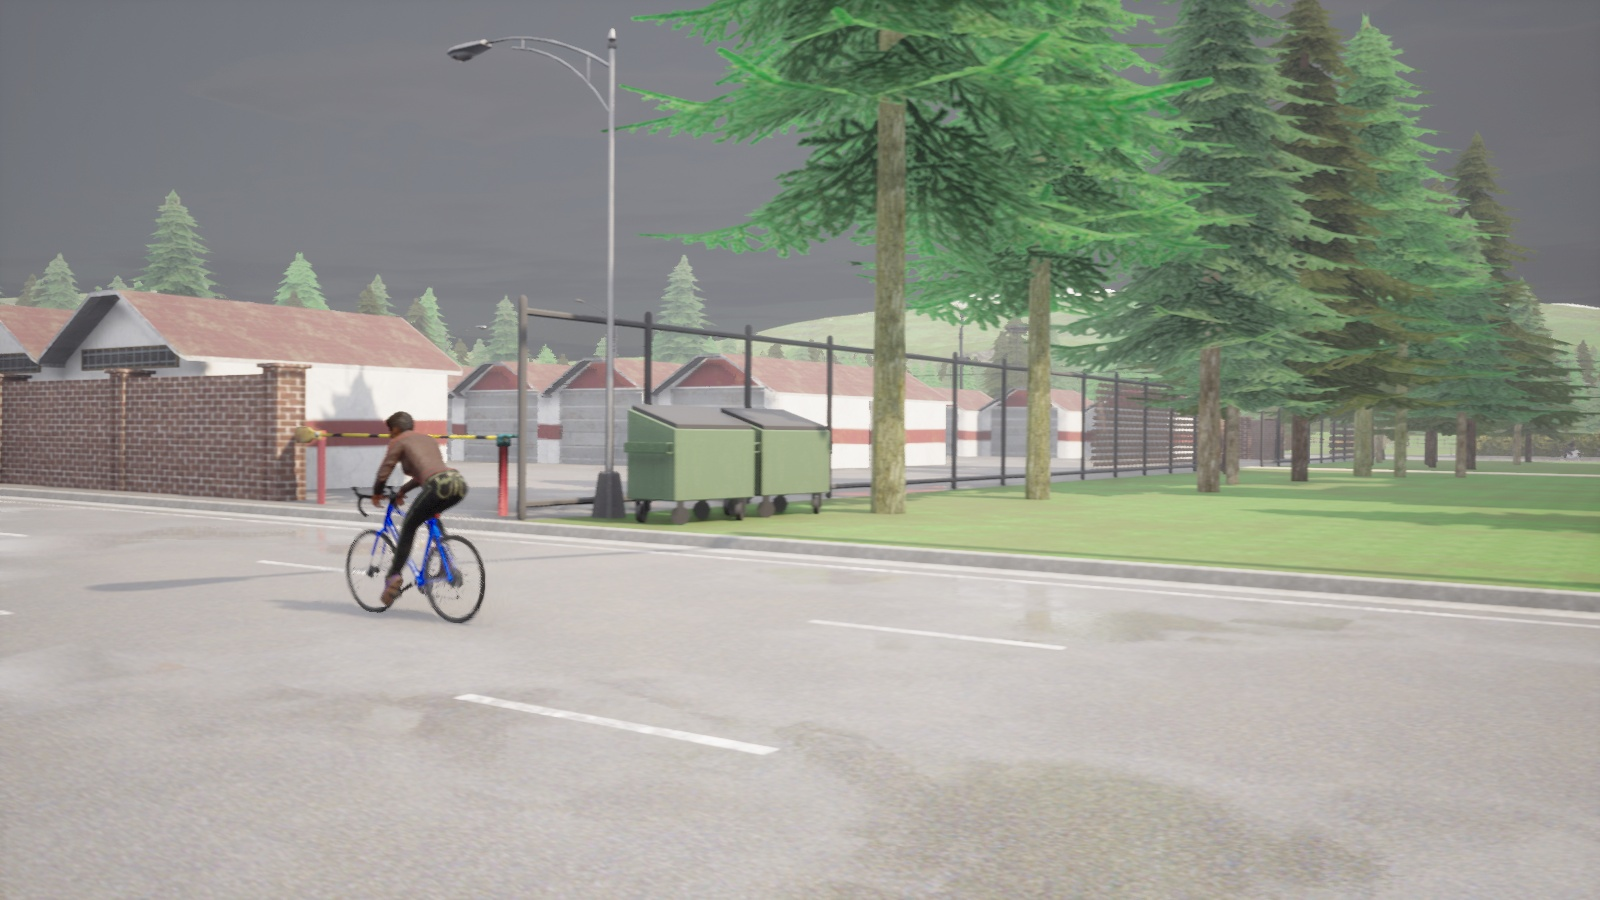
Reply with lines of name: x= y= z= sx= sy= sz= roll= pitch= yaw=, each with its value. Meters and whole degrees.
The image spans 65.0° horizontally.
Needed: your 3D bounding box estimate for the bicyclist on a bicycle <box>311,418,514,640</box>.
bicyclist on a bicycle: x=-3.062 y=0.577 z=9.858 sx=1.656 sy=1.620 sz=0.582 roll=0 pitch=1 yaw=34
